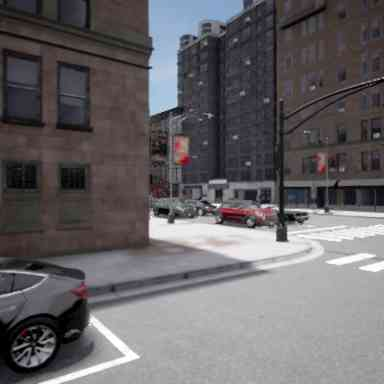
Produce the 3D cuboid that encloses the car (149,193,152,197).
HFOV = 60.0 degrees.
[{"bbox_3d":[-5.540,1.145,40.321,2.150,2.045,5.566,0,0,-36],"label":"car"}]

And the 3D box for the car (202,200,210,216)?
[{"bbox_3d":[0.659,1.460,31.837,1.837,1.490,4.892,0,0,-36],"label":"car"}]

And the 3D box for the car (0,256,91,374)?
[{"bbox_3d":[-3.453,1.565,4.072,4.313,1.339,1.947,0,0,-36],"label":"car"}]

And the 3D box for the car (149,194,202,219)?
[{"bbox_3d":[-1.520,1.318,29.313,2.097,1.767,4.553,0,0,-36],"label":"car"}]

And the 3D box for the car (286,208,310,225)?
[{"bbox_3d":[6.155,1.584,24.319,1.895,1.301,4.718,0,0,-36],"label":"car"}]

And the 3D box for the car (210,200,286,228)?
[{"bbox_3d":[3.608,1.344,22.296,2.097,1.767,4.553,0,0,-36],"label":"car"}]
